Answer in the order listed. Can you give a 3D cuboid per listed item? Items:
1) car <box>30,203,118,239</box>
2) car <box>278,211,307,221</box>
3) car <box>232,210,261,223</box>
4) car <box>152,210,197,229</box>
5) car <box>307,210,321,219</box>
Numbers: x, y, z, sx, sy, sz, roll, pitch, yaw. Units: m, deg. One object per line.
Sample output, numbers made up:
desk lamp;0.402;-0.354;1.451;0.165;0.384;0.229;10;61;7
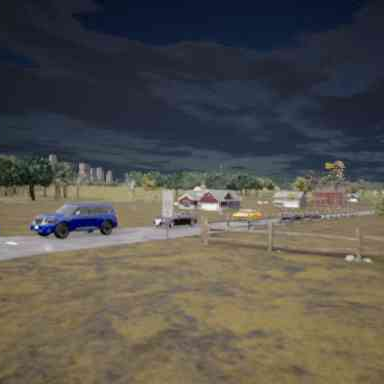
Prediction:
car;-7.292;1.760;21.271;2.150;2.045;5.566;1;-2;35
car;13.431;3.278;45.300;2.033;1.411;5.357;1;-2;36
car;6.720;2.900;40.876;1.882;1.535;5.008;1;-2;36
car;-1.438;2.396;29.499;2.128;1.511;4.902;1;-2;36
car;19.158;3.645;53.397;2.033;1.411;5.357;1;-2;36
